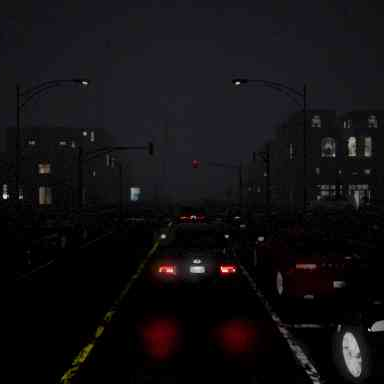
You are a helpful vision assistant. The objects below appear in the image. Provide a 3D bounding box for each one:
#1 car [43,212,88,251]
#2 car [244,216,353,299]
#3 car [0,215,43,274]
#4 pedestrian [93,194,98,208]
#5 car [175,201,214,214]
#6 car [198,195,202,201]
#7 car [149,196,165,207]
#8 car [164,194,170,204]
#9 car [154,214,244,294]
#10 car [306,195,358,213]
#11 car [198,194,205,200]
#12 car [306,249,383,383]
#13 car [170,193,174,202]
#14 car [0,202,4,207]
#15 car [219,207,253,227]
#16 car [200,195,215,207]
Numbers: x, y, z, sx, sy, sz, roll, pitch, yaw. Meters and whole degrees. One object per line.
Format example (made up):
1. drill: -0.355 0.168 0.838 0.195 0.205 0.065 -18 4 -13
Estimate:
1. car: -5.703 1.552 13.984 2.008 1.369 4.403 0 0 0
2. car: 2.685 1.546 8.285 1.887 1.381 4.507 0 0 0
3. car: -5.695 1.441 8.292 1.967 1.590 4.097 0 0 0
4. pedestrian: -12.603 1.135 43.187 0.375 1.860 0.375 0 -1 1
5. car: 0.077 1.507 19.462 1.837 1.490 4.892 0 0 0
6. car: 2.618 1.590 63.101 1.802 1.307 4.206 0 0 0
7. car: -5.749 1.588 52.062 1.802 1.307 4.206 0 0 0
8. car: -5.762 1.559 63.105 2.008 1.369 4.403 0 0 0
9. car: 0.089 1.548 8.941 2.033 1.411 5.357 0 0 0
10. car: 15.567 1.315 37.253 5.566 2.045 2.150 0 0 1
11. car: 2.586 1.458 90.712 1.967 1.590 4.097 0 0 0
12. car: 2.691 1.551 2.593 2.008 1.369 4.403 0 0 0
13. car: -5.775 1.451 74.149 1.967 1.590 4.097 0 0 0
14. car: -25.499 1.447 40.427 4.829 1.417 1.752 0 -1 1
15. car: 2.671 1.553 19.669 2.008 1.369 4.403 0 0 0
16. car: 2.632 1.572 52.059 1.947 1.339 4.313 0 0 0
